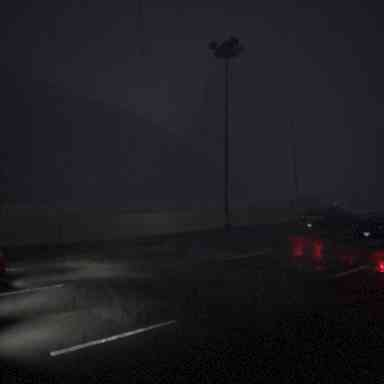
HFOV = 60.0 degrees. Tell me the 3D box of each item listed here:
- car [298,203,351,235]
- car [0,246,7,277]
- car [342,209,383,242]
[{"bbox_3d":[8.090,1.564,19.255,4.902,1.511,2.128,0,0,-40],"label":"car"},{"bbox_3d":[-6.835,1.365,7.560,4.553,1.767,2.097,0,0,-36],"label":"car"},{"bbox_3d":[9.154,1.589,15.571,4.674,1.442,1.812,0,0,-40],"label":"car"}]
